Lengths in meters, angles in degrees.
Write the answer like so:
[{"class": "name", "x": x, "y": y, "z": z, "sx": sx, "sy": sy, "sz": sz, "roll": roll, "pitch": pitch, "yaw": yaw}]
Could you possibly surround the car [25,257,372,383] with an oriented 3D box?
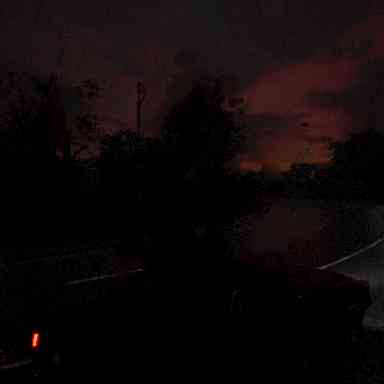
[{"class": "car", "x": 0.538, "y": 1.587, "z": 4.470, "sx": 4.718, "sy": 1.301, "sz": 1.895, "roll": -1, "pitch": 0, "yaw": -39}]
